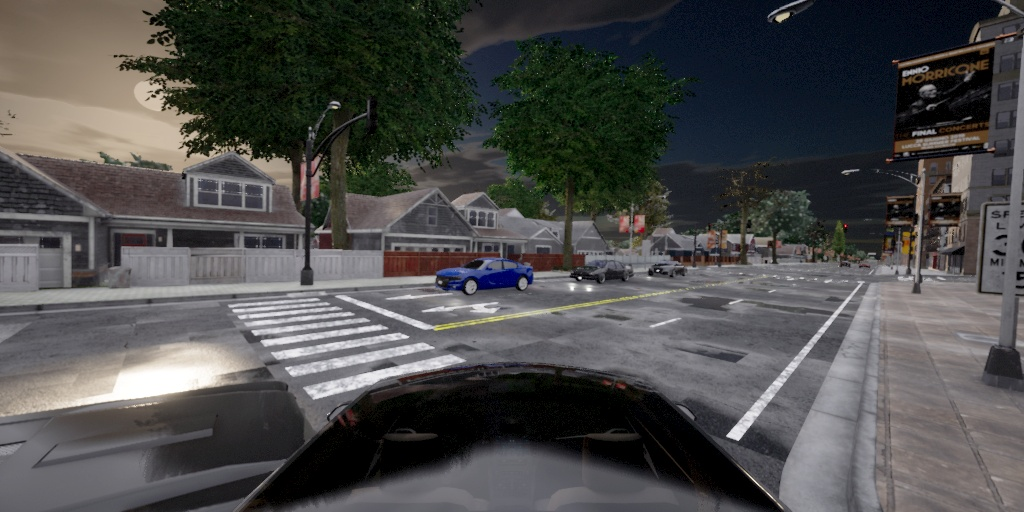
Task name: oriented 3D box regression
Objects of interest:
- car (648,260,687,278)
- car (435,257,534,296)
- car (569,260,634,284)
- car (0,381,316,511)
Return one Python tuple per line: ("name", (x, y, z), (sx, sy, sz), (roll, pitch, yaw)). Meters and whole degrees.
("car", (13.193, 1.023, 30.318), (4.181, 1.385, 1.994), (0, 2, -44))
("car", (-1.145, 0.825, 16.449), (5.008, 1.535, 1.882), (0, 2, -44))
("car", (6.008, 0.949, 23.382), (5.357, 1.411, 2.033), (0, 2, -44))
("car", (-3.310, 1.292, 1.259), (4.718, 1.301, 1.895), (1, 2, -34))
